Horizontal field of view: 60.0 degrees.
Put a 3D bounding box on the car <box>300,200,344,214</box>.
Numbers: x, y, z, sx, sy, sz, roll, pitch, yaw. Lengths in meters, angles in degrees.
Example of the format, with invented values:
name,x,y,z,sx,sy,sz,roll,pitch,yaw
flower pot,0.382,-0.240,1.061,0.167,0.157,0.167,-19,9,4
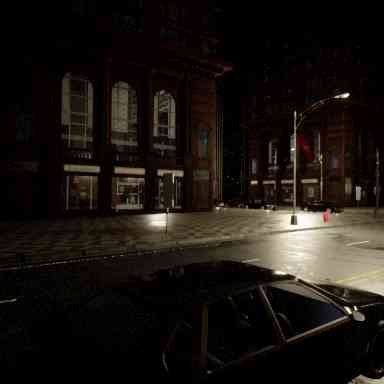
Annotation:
name,x,y,z,sx,sy,sz,roll,pitch,yaw
car,14.594,1.679,37.507,1.837,1.490,4.892,1,-1,-35

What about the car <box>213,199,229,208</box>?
name,x,y,z,sx,sy,sz,roll,pitch,yaw
car,3.349,1.789,53.358,1.812,1.442,4.674,1,-1,-35

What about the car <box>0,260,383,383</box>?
name,x,y,z,sx,sy,sz,roll,pitch,yaw
car,0.423,1.548,3.744,5.357,1.411,2.033,0,0,-36

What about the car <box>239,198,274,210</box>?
name,x,y,z,sx,sy,sz,roll,pitch,yaw
car,9.105,1.722,45.245,1.837,1.490,4.892,1,-1,-35

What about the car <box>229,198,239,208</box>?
name,x,y,z,sx,sy,sz,roll,pitch,yaw
car,7.289,1.768,53.333,1.882,1.535,5.008,1,0,-35
